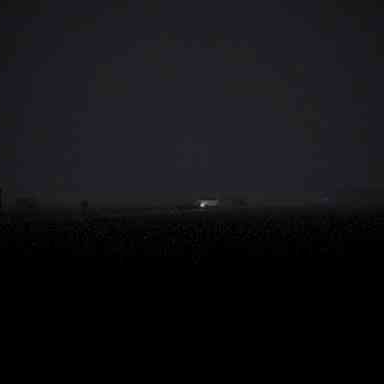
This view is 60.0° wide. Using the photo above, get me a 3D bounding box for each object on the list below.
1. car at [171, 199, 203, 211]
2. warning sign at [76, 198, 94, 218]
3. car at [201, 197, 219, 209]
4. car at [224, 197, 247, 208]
[{"bbox_3d":[-0.923,2.153,48.751,1.895,1.301,4.718,-1,-1,37],"label":"car"},{"bbox_3d":[-10.299,1.505,32.063,1.300,1.860,1.060,0,0,37],"label":"warning sign"},{"bbox_3d":[2.601,1.855,58.100,2.150,2.045,5.566,-1,-1,37],"label":"car"},{"bbox_3d":[7.906,1.853,60.617,2.150,2.045,5.566,-1,-1,37],"label":"car"}]
